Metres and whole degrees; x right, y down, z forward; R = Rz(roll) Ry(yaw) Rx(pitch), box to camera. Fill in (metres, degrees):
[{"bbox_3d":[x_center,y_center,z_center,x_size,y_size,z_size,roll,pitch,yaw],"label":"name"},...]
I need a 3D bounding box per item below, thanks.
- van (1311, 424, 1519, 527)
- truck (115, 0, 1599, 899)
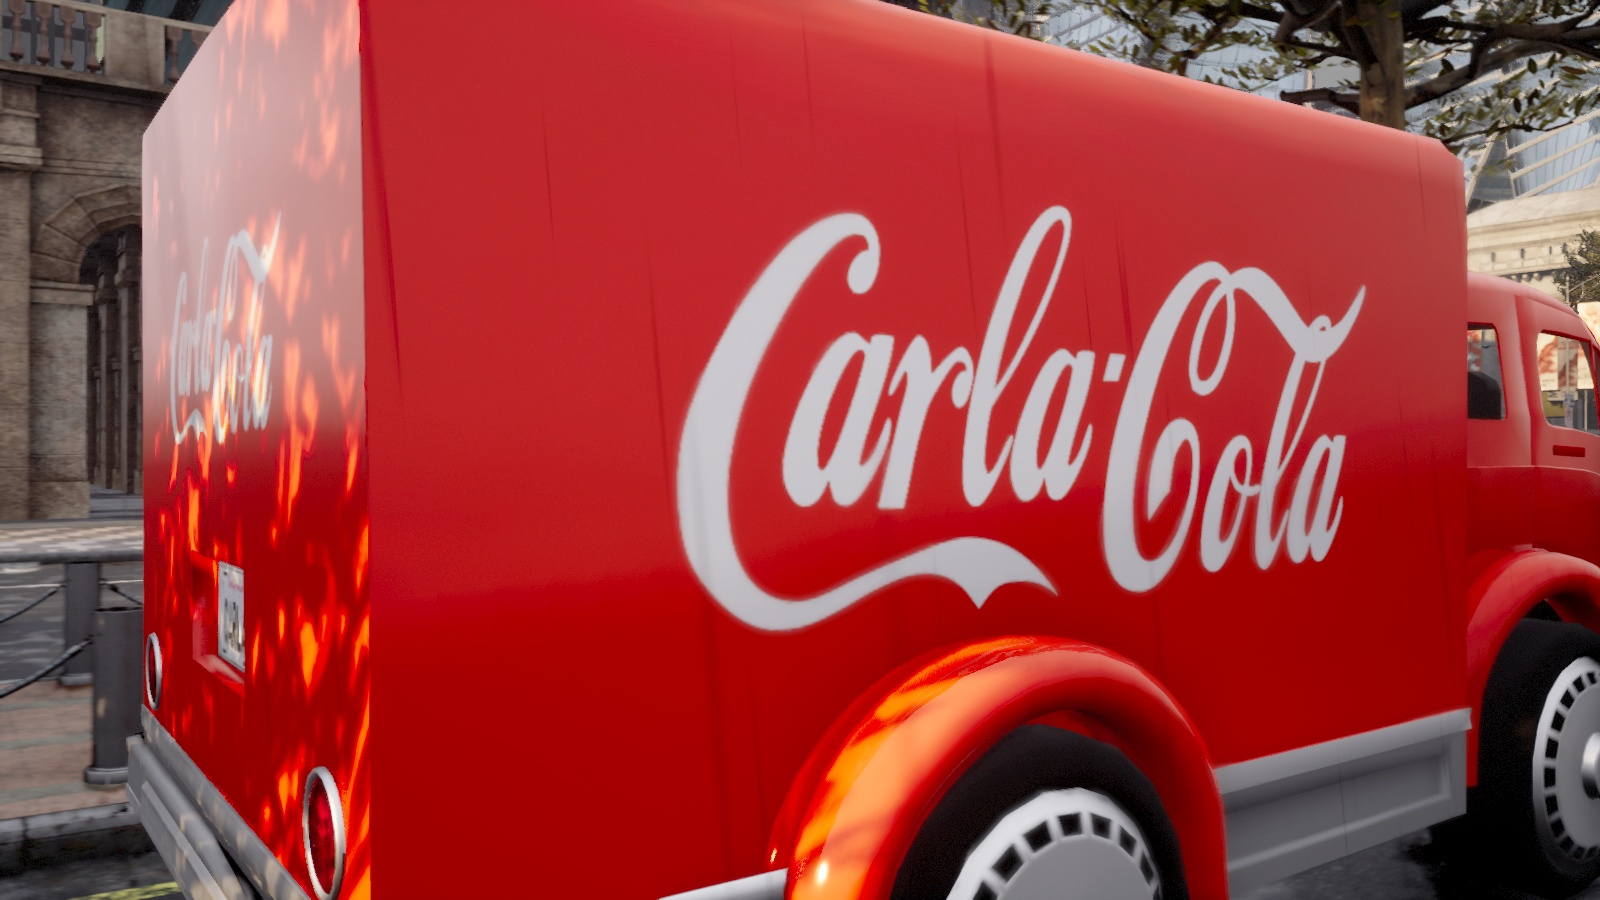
[{"bbox_3d":[13.192,0.506,26.856,4.480,2.038,2.069,0,0,-35],"label":"van"},{"bbox_3d":[0.807,0.267,4.222,5.204,2.467,2.627,0,0,-35],"label":"truck"}]
